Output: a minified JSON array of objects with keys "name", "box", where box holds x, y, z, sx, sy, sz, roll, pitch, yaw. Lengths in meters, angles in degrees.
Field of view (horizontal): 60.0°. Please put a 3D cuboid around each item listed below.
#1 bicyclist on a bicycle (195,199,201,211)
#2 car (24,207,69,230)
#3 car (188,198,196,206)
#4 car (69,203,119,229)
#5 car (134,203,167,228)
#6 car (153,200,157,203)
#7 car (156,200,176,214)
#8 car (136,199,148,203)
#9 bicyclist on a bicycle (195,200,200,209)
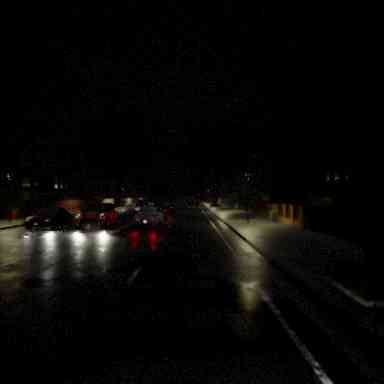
[{"name":"bicyclist on a bicycle","box":[0.900,1.916,47.441,0.659,1.776,1.843,0,0,0]},{"name":"car","box":[-9.846,1.770,23.256,1.812,1.442,4.674,0,-1,0]},{"name":"car","box":[0.012,2.439,77.763,1.812,1.442,4.674,0,-1,0]},{"name":"car","box":[-6.595,1.599,23.452,2.097,1.767,4.553,0,-1,0]},{"name":"car","box":[-3.146,1.787,24.621,1.812,1.442,4.674,0,-1,0]},{"name":"car","box":[-6.499,2.257,64.739,1.837,1.490,4.892,0,0,0]},{"name":"car","box":[-3.143,1.995,41.390,1.812,1.442,4.674,0,-1,0]},{"name":"car","box":[-9.750,2.114,64.794,2.097,1.767,4.553,0,-1,0]},{"name":"bicyclist on a bicycle","box":[0.897,2.095,56.442,0.866,1.612,1.509,0,-1,0]}]
